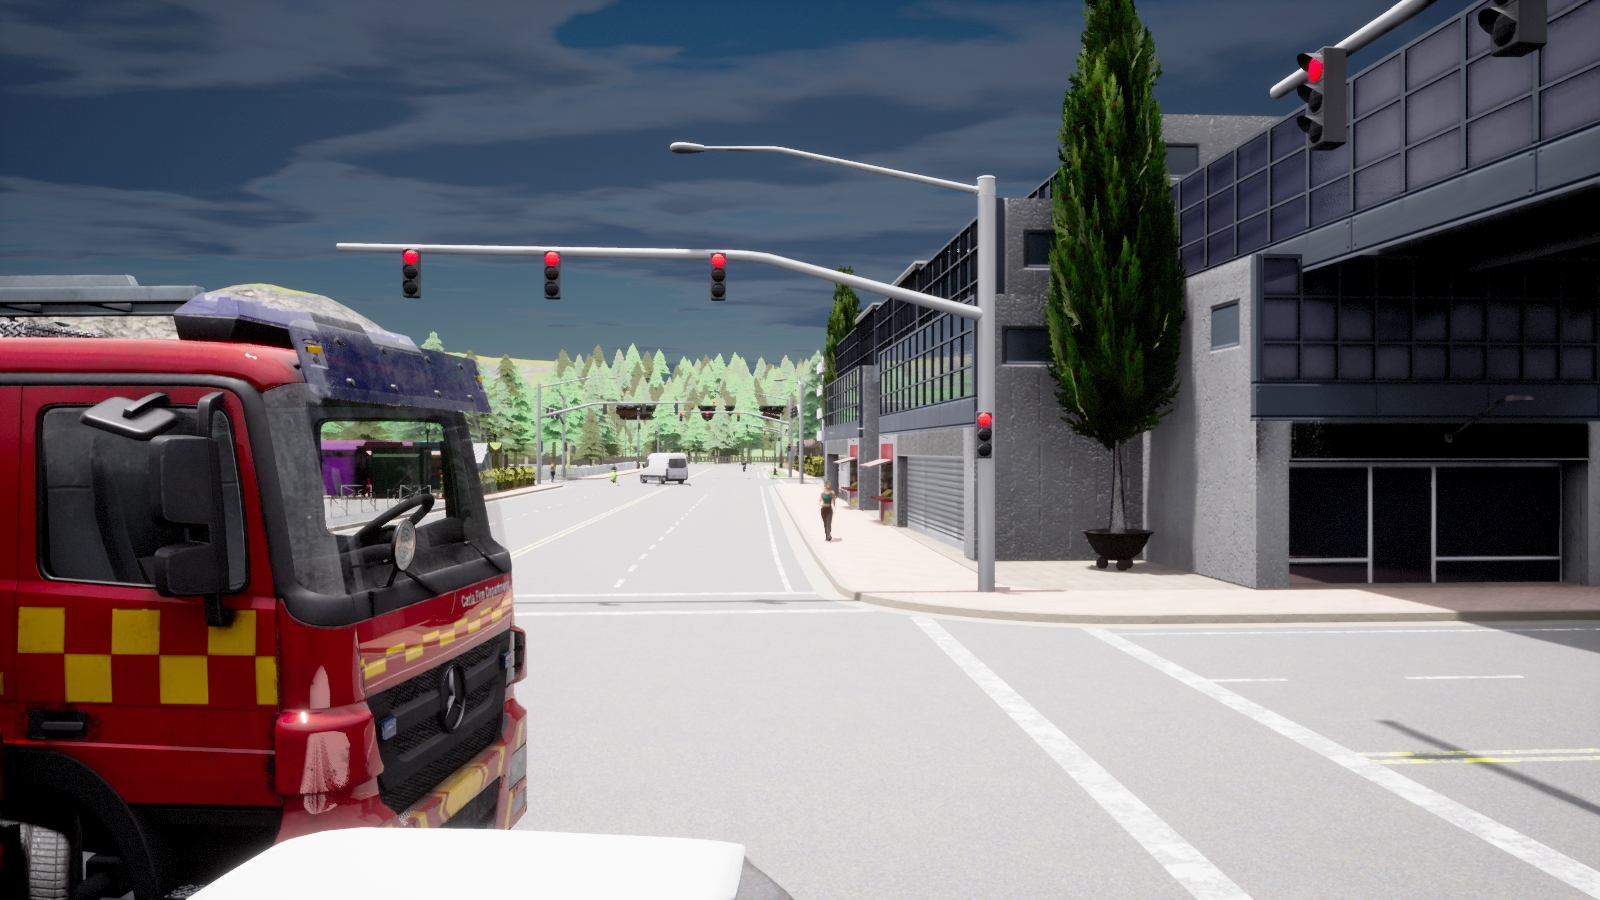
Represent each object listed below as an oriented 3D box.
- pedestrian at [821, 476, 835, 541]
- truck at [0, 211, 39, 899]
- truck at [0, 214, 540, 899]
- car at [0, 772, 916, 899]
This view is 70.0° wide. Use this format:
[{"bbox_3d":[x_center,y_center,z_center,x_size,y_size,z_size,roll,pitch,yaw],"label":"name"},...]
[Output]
[{"bbox_3d":[0.806,1.696,32.993,0.375,1.860,0.375,0,0,0],"label":"pedestrian"},{"bbox_3d":[-7.587,0.890,3.490,8.468,3.827,2.891,0,0,-3],"label":"truck"},{"bbox_3d":[-6.102,0.890,6.659,8.468,3.827,2.891,0,0,4],"label":"truck"},{"bbox_3d":[-1.549,2.065,3.579,3.806,1.475,1.970,0,0,5],"label":"car"}]
